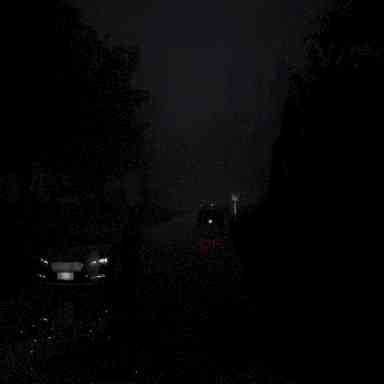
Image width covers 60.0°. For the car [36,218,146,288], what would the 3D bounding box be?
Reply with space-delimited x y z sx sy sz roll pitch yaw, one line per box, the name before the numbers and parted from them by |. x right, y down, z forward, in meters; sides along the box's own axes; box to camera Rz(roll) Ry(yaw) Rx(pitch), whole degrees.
car | -2.577 1.546 9.529 2.128 1.511 4.902 0 0 3

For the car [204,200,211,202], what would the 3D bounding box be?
car | 2.531 1.960 50.863 2.097 1.767 4.553 2 0 12

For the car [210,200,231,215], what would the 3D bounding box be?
car | 3.840 2.070 42.070 2.128 1.511 4.902 0 -1 10

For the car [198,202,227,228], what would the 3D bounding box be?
car | 1.459 1.759 24.617 1.837 1.490 4.892 0 -1 5
